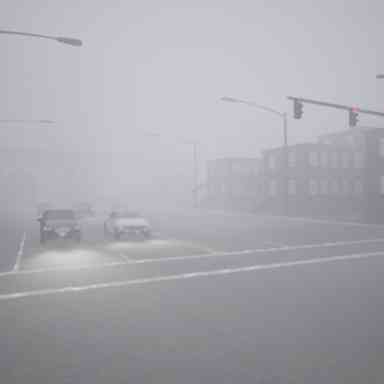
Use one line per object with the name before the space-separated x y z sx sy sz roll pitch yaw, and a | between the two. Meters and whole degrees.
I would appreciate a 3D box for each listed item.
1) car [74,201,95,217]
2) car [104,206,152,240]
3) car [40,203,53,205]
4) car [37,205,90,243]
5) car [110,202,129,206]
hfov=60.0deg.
car | -11.811 1.751 36.019 2.097 1.767 4.553 0 -1 -25
car | -3.736 1.731 18.792 1.812 1.442 4.674 0 0 -25
car | -17.172 1.991 39.248 2.033 1.411 5.357 0 -1 -25
car | -6.955 1.687 17.438 2.128 1.511 4.902 0 0 -25
car | -11.180 2.152 50.919 1.895 1.301 4.718 0 -1 -29
